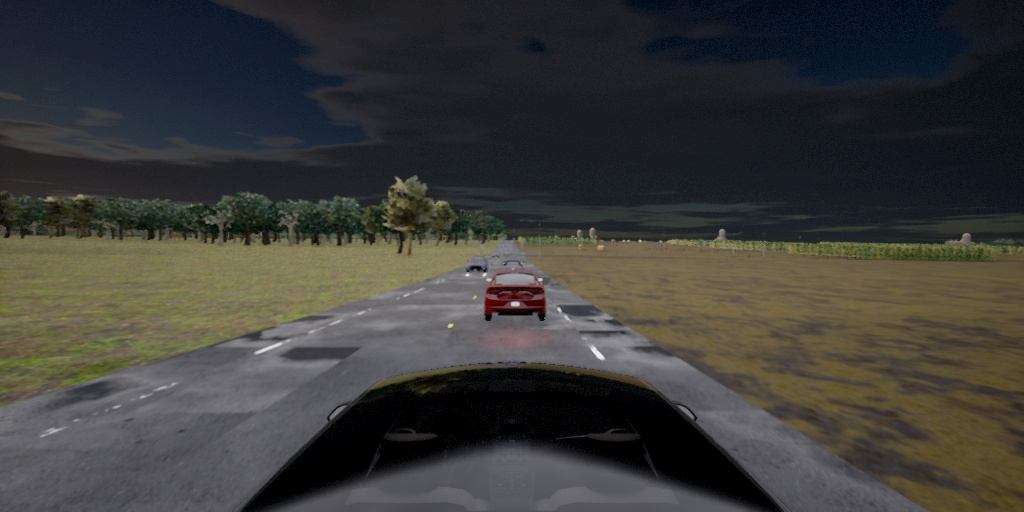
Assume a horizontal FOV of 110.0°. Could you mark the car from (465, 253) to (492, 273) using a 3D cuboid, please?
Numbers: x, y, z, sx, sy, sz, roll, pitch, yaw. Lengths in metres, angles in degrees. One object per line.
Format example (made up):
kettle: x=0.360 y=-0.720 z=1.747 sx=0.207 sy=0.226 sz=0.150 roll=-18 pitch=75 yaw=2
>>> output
car: x=-3.606 y=0.800 z=37.583 sx=2.097 sy=1.767 sz=4.553 roll=0 pitch=1 yaw=0

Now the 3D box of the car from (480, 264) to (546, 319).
car: x=0.095 y=1.211 z=12.689 sx=1.882 sy=1.535 sz=5.008 roll=0 pitch=0 yaw=0

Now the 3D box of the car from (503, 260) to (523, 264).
car: x=0.087 y=1.086 z=33.507 sx=1.994 sy=1.385 sz=4.181 roll=0 pitch=1 yaw=0
